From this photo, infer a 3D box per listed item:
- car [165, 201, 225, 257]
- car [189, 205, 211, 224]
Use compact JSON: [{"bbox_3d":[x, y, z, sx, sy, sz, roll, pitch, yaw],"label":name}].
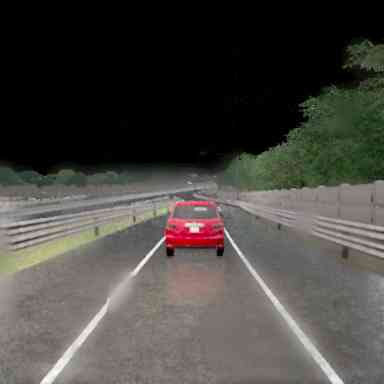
[{"bbox_3d":[0.159,1.393,13.933,2.150,2.045,5.566,0,-1,2],"label":"car"},{"bbox_3d":[0.796,1.907,29.241,1.812,1.442,4.674,0,-1,4],"label":"car"}]
